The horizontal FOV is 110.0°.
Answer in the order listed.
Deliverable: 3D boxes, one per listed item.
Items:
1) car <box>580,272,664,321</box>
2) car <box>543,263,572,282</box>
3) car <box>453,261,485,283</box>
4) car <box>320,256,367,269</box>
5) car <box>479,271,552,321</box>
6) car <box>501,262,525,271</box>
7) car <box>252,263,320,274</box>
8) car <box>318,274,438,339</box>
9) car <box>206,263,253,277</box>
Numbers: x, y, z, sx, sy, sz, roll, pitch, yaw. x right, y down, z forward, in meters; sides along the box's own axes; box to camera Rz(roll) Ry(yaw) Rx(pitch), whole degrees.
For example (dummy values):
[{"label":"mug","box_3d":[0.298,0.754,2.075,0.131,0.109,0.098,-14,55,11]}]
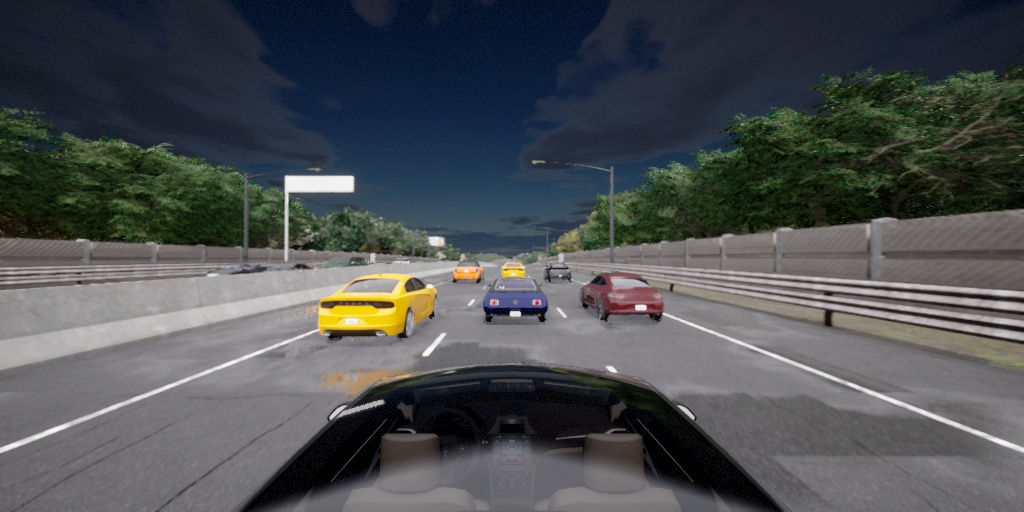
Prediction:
[{"label":"car","box_3d":[3.605,1.281,12.324,1.812,1.442,4.674,0,0,0]},{"label":"car","box_3d":[3.613,1.294,29.036,2.128,1.511,4.902,0,0,0]},{"label":"car","box_3d":[-3.388,1.153,28.824,2.097,1.767,4.553,0,0,0]},{"label":"car","box_3d":[-14.085,1.032,30.148,2.150,2.045,5.566,0,0,0]},{"label":"car","box_3d":[0.106,1.356,12.416,1.895,1.301,4.718,0,0,0]},{"label":"car","box_3d":[0.114,1.291,30.630,1.882,1.535,5.008,0,0,0]},{"label":"car","box_3d":[-17.585,1.302,28.209,1.837,1.490,4.892,0,0,0]},{"label":"car","box_3d":[-3.396,1.231,10.067,1.882,1.535,5.008,0,0,0]},{"label":"car","box_3d":[-21.085,1.287,27.779,2.128,1.511,4.902,0,0,0]}]
